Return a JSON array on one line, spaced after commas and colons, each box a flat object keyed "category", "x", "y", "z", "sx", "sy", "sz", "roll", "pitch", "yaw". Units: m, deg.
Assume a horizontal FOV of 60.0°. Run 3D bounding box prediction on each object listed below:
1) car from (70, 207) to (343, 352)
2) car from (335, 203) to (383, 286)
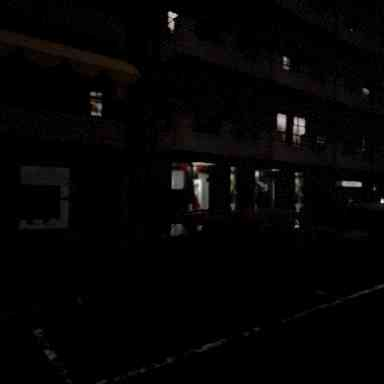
[{"category": "car", "x": 0.400, "y": 1.299, "z": 6.354, "sx": 5.009, "sy": 1.841, "sz": 2.192, "roll": 0, "pitch": 2, "yaw": -35}, {"category": "car", "x": 4.902, "y": 1.275, "z": 9.564, "sx": 5.009, "sy": 1.841, "sz": 2.192, "roll": 0, "pitch": 2, "yaw": -35}]
